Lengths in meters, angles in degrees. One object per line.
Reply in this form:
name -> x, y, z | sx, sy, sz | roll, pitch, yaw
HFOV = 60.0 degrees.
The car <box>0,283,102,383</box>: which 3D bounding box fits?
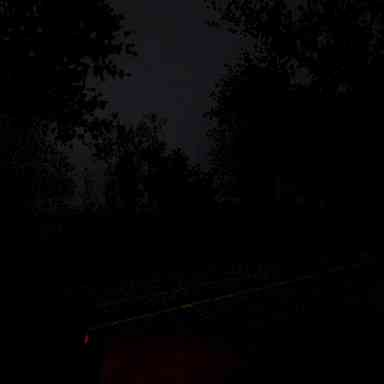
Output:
car -> -3.107, 1.505, 2.224 | 4.892, 1.490, 1.837 | 0, 0, -35
